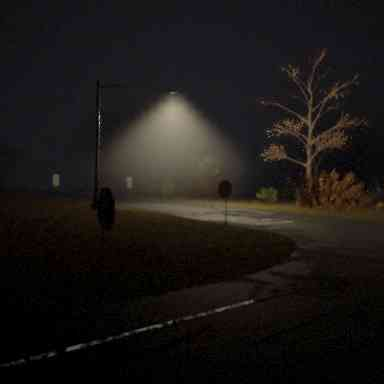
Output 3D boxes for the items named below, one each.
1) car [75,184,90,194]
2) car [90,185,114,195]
[{"bbox_3d":[-19.021,-0.597,58.784,2.097,1.767,4.553,1,1,-36],"label":"car"},{"bbox_3d":[-13.692,-0.089,51.313,1.994,1.385,4.181,1,2,-36],"label":"car"}]
